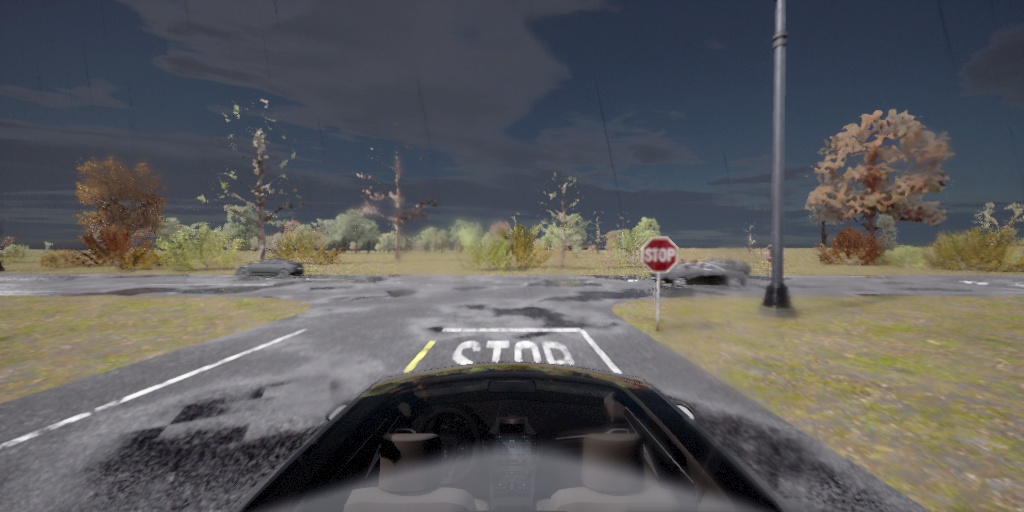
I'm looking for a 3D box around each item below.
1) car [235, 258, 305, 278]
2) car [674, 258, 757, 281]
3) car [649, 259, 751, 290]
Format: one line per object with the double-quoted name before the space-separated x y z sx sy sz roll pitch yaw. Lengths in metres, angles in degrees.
"car" -17.199 0.851 25.651 4.181 1.385 1.994 0 1 -2
"car" 14.958 0.944 26.529 4.902 1.511 2.128 -1 1 -2
"car" 10.003 1.003 19.366 4.902 1.511 2.128 0 1 -2
